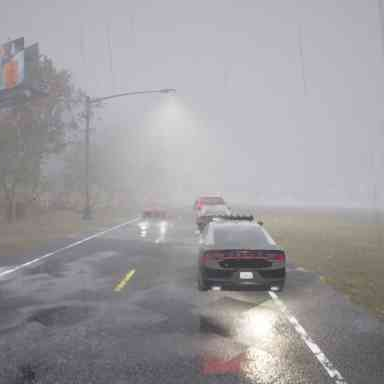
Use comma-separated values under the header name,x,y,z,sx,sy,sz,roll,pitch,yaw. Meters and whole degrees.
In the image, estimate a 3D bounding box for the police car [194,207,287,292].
name,x,y,z,sx,sy,sz,roll,pitch,yaw
police car,1.097,1.438,9.113,1.930,1.638,5.238,0,0,1

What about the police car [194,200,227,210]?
name,x,y,z,sx,sy,sz,roll,pitch,yaw
police car,1.273,1.473,19.079,1.930,1.638,5.238,0,0,1

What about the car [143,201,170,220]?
name,x,y,z,sx,sy,sz,roll,pitch,yaw
car,-3.065,1.584,29.179,1.882,1.535,5.008,0,0,2

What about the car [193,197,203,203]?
name,x,y,z,sx,sy,sz,roll,pitch,yaw
car,1.665,2.202,90.669,2.128,1.511,4.902,0,-1,6

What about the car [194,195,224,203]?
name,x,y,z,sx,sy,sz,roll,pitch,yaw
car,1.436,1.303,24.978,2.150,2.045,5.566,0,0,2

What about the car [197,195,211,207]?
name,x,y,z,sx,sy,sz,roll,pitch,yaw
car,2.227,1.596,60.092,2.150,2.045,5.566,0,-1,4
